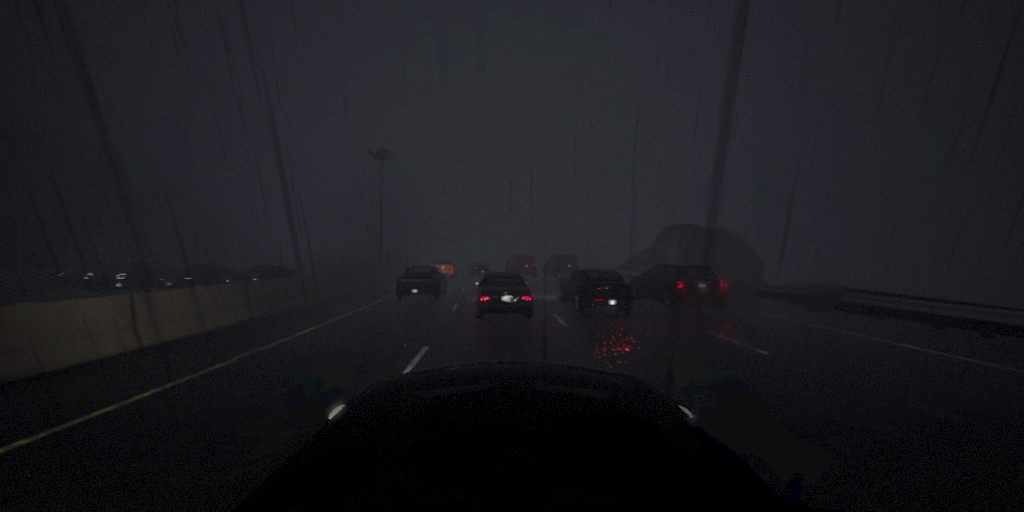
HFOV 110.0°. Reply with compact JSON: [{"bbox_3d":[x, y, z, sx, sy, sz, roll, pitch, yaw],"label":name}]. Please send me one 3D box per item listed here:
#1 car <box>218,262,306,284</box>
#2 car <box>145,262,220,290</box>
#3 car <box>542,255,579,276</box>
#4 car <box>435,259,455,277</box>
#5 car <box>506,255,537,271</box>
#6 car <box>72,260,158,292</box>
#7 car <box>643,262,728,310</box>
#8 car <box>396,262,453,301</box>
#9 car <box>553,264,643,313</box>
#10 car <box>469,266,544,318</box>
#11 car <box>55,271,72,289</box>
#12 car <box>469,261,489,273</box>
[{"bbox_3d":[-15.535,1.291,22.724,2.033,1.411,5.357,0,0,-7],"label":"car"},{"bbox_3d":[-19.005,1.244,21.999,2.128,1.511,4.902,0,0,-7],"label":"car"},{"bbox_3d":[4.386,0.903,32.737,2.150,2.045,5.566,0,0,-9],"label":"car"},{"bbox_3d":[-6.473,1.055,33.754,2.097,1.767,4.553,0,0,-10],"label":"car"},{"bbox_3d":[0.801,0.910,32.964,2.150,2.045,5.566,0,0,-9],"label":"car"},{"bbox_3d":[-22.466,1.113,21.436,2.097,1.767,4.553,0,0,-7],"label":"car"},{"bbox_3d":[6.507,1.064,14.600,2.097,1.767,4.553,0,0,-4],"label":"car"},{"bbox_3d":[-4.225,1.221,17.246,2.128,1.511,4.902,0,0,-5],"label":"car"},{"bbox_3d":[3.058,1.225,13.908,1.837,1.490,4.892,0,0,-4],"label":"car"},{"bbox_3d":[-0.341,1.277,12.900,2.033,1.411,5.357,0,0,-4],"label":"car"},{"bbox_3d":[-26.222,1.118,23.204,2.097,1.767,4.553,0,0,-8],"label":"car"},{"bbox_3d":[-3.105,1.220,34.826,1.812,1.442,4.674,0,0,-10],"label":"car"}]
